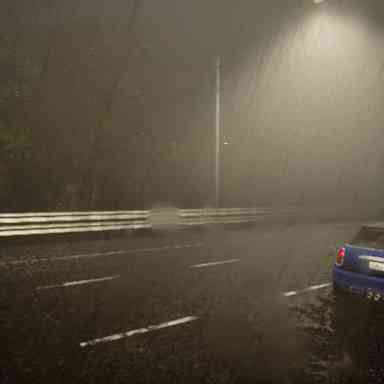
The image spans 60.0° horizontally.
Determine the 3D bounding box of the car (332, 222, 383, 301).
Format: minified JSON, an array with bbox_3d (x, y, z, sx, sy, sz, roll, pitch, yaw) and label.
[{"bbox_3d":[5.238,1.431,7.479,4.553,1.767,2.097,0,0,-35],"label":"car"}]
